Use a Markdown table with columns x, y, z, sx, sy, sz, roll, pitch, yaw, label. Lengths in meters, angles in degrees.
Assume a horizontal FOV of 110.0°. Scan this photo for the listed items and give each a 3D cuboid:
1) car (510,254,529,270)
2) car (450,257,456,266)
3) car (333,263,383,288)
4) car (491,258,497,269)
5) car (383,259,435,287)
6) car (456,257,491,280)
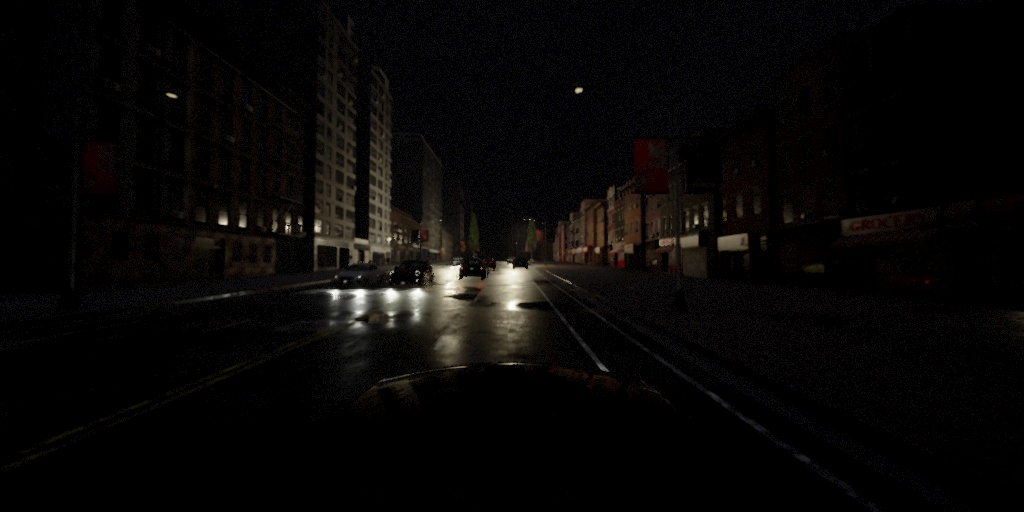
| x | y | z | sx | sy | sz | roll | pitch | yaw | label |
| --- | --- | --- | --- | --- | --- | --- | --- | --- | --- |
| 1.121 | 0.908 | 48.505 | 2.097 | 1.767 | 4.553 | 0 | 0 | 0 | car |
| -9.796 | 0.957 | 63.989 | 2.128 | 1.511 | 4.902 | 0 | 0 | 1 | car |
| -9.855 | 1.216 | 23.507 | 1.812 | 1.442 | 4.674 | 0 | 0 | 0 | car |
| -3.167 | 1.039 | 49.933 | 2.128 | 1.511 | 4.902 | 0 | 0 | 0 | car |
| -6.604 | 1.040 | 23.965 | 2.097 | 1.767 | 4.553 | 0 | 0 | 0 | car |
| -3.160 | 1.010 | 30.338 | 2.097 | 1.767 | 4.553 | 0 | 0 | 0 | car |
